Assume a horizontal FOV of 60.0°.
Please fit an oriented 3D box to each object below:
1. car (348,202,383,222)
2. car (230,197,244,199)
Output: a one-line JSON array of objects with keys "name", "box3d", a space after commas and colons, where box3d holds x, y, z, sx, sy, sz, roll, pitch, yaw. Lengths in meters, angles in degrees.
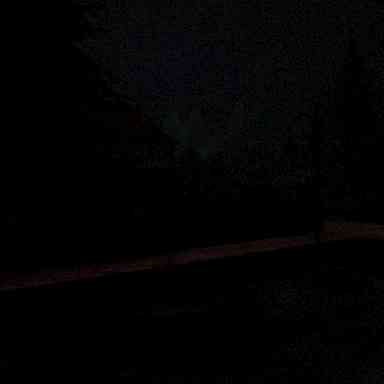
[{"name": "car", "box3d": [13.003, 1.402, 22.795, 1.994, 1.385, 4.181, 0, 0, -36]}, {"name": "car", "box3d": [4.929, 1.315, 34.035, 1.882, 1.535, 5.008, 0, 0, -36]}]
